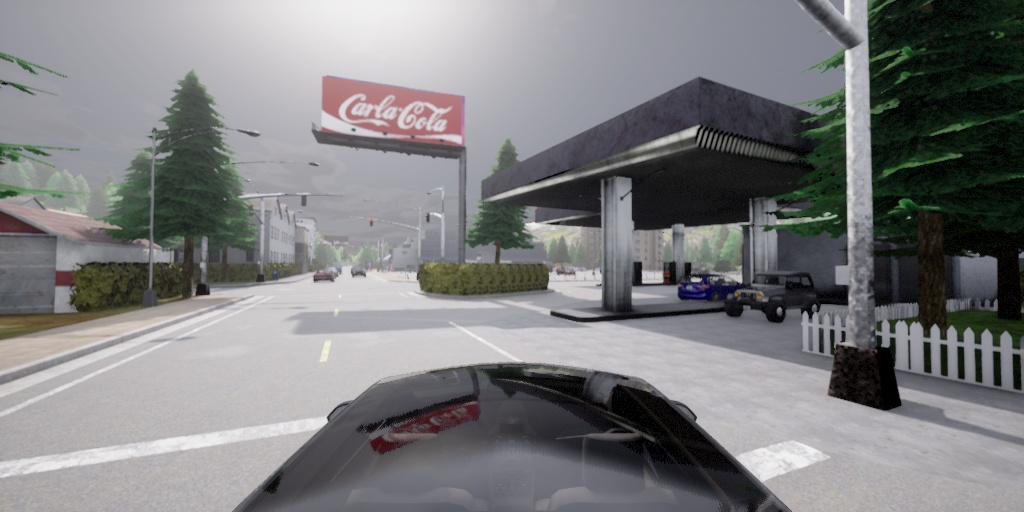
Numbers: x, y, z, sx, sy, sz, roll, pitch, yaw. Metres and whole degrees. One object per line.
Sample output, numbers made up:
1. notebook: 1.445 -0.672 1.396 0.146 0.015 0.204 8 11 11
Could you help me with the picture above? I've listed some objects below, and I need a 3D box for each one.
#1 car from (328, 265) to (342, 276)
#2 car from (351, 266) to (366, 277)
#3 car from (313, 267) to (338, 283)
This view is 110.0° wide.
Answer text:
1. car: -26.308 2.365 52.232 2.033 1.411 5.357 1 -2 -24
2. car: -22.663 2.454 53.066 1.895 1.301 4.718 1 -2 -24
3. car: -19.593 2.086 37.444 1.895 1.301 4.718 1 -2 -24
